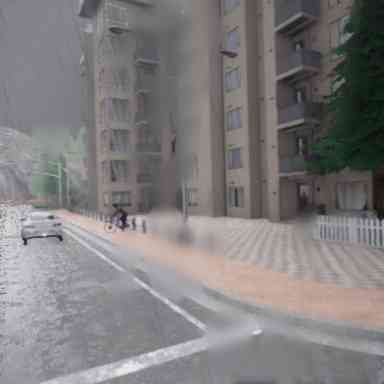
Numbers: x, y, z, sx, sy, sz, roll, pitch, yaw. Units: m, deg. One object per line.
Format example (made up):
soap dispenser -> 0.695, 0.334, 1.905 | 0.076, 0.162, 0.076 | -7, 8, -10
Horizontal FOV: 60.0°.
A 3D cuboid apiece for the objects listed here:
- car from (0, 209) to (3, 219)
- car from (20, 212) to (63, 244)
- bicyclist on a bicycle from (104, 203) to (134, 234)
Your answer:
car -> -21.680, 2.319, 36.055 | 1.895, 1.301, 4.718 | -2, 0, -28
car -> -7.937, 1.766, 17.518 | 1.812, 1.442, 4.674 | -2, 0, -28
bicyclist on a bicycle -> -3.963, 1.426, 18.051 | 1.656, 1.620, 0.582 | -2, 0, -28
